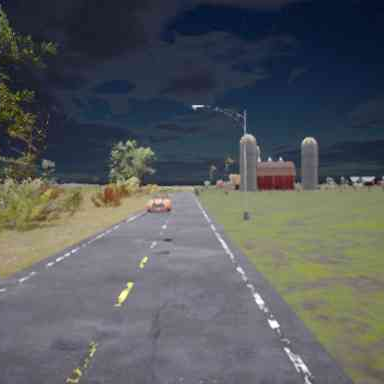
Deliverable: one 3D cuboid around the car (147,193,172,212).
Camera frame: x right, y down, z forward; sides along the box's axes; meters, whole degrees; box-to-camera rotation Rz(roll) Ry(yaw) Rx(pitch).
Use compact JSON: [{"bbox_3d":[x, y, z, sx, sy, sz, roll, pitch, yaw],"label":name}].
[{"bbox_3d":[-3.113,0.937,32.556,2.097,1.767,4.553,-1,1,-1],"label":"car"}]
